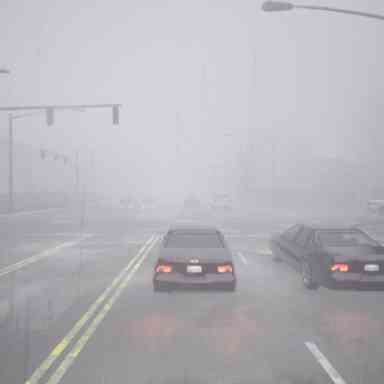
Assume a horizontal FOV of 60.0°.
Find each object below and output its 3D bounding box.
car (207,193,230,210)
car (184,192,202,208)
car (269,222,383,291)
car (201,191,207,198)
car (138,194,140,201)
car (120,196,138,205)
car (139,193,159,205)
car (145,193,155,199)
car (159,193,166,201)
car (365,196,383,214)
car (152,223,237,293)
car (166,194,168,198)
[{"bbox_3d":[3.472,1.173,41.467,2.150,2.045,5.566,0,0,0],"label":"car"},{"bbox_3d":[-0.040,1.287,46.158,2.097,1.767,4.553,0,0,0],"label":"car"},{"bbox_3d":[3.552,1.543,9.079,2.033,1.411,5.357,0,0,0],"label":"car"},{"bbox_3d":[3.230,0.906,88.878,1.895,1.301,4.718,0,1,0],"label":"car"},{"bbox_3d":[-10.715,1.193,70.674,1.812,1.442,4.674,0,1,0],"label":"car"},{"bbox_3d":[-10.748,1.340,55.658,1.882,1.535,5.008,0,1,0],"label":"car"},{"bbox_3d":[-7.243,1.358,56.267,1.837,1.490,4.892,0,1,0],"label":"car"},{"bbox_3d":[-10.762,0.917,86.023,2.033,1.411,5.357,0,1,0],"label":"car"},{"bbox_3d":[-7.217,1.134,71.475,1.882,1.535,5.008,0,1,0],"label":"car"},{"bbox_3d":[21.315,1.203,35.135,5.566,2.045,2.150,0,0,-2],"label":"car"},{"bbox_3d":[0.052,1.543,8.969,2.033,1.411,5.357,0,0,0],"label":"car"},{"bbox_3d":[-7.261,0.931,85.964,1.994,1.385,4.181,0,1,0],"label":"car"}]
